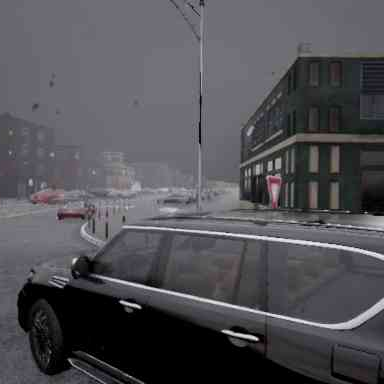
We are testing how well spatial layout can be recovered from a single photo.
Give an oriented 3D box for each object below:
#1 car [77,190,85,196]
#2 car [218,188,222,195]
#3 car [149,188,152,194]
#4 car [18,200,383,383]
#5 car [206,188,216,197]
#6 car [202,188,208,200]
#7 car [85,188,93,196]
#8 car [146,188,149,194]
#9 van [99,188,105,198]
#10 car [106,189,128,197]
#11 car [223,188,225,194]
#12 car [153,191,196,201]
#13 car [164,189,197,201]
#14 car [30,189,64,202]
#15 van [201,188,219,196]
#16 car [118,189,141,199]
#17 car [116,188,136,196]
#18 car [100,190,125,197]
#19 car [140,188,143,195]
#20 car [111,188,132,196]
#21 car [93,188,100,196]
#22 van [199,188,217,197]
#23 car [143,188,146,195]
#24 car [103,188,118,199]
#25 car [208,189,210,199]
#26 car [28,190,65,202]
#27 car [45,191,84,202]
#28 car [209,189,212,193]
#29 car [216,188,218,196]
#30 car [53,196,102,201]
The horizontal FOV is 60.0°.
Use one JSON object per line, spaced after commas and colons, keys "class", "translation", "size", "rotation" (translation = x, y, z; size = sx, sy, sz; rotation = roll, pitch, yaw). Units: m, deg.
{"class": "car", "translation": [-21.015, 0.665, 55.604], "size": [4.674, 1.452, 2.002], "rotation": [1, 1, 10]}
{"class": "car", "translation": [3.672, 0.127, 80.497], "size": [5.566, 2.045, 2.435], "rotation": [1, 1, 10]}
{"class": "car", "translation": [-14.598, -0.038, 93.665], "size": [4.892, 1.521, 2.231], "rotation": [1, 1, 10]}
{"class": "car", "translation": [0.189, 1.220, 3.746], "size": [5.566, 2.045, 2.150], "rotation": [0, 1, 40]}
{"class": "car", "translation": [1.353, 0.379, 66.797], "size": [5.566, 2.045, 2.435], "rotation": [1, 1, 10]}
{"class": "car", "translation": [-0.037, 0.663, 58.581], "size": [4.553, 1.767, 2.185], "rotation": [1, 1, 10]}
{"class": "car", "translation": [-20.527, 0.456, 58.315], "size": [4.553, 1.767, 2.185], "rotation": [1, 1, 10]}
{"class": "car", "translation": [-15.056, 0.006, 90.948], "size": [4.892, 1.521, 2.231], "rotation": [1, 1, 10]}
{"class": "van", "translation": [-18.151, 0.109, 71.896], "size": [4.442, 1.987, 1.878], "rotation": [1, 1, 10]}
{"class": "car", "translation": [-17.381, 0.108, 77.360], "size": [4.553, 1.767, 2.185], "rotation": [1, 1, 10]}
{"class": "car", "translation": [5.954, 0.153, 94.205], "size": [4.892, 1.521, 2.231], "rotation": [1, 1, 10]}
{"class": "car", "translation": [-2.398, 1.030, 45.009], "size": [4.792, 1.488, 2.163], "rotation": [1, 1, 10]}
{"class": "car", "translation": [-1.429, 0.804, 50.355], "size": [4.553, 1.767, 2.185], "rotation": [1, 1, 10]}
{"class": "car", "translation": [-18.582, 0.591, 43.263], "size": [2.150, 2.045, 5.566], "rotation": [1, 1, 10]}
{"class": "van", "translation": [4.687, 0.060, 85.961], "size": [4.442, 1.987, 1.878], "rotation": [1, 1, 10]}
{"class": "car", "translation": [-11.937, 0.592, 63.579], "size": [1.837, 1.490, 4.892], "rotation": [1, 1, 10]}
{"class": "car", "translation": [-16.404, 0.013, 82.787], "size": [4.553, 1.767, 2.185], "rotation": [1, 1, 10]}
{"class": "car", "translation": [-17.815, 0.283, 74.639], "size": [5.008, 1.535, 2.097], "rotation": [1, 1, 10]}
{"class": "car", "translation": [-15.972, 0.094, 85.511], "size": [4.892, 1.521, 2.231], "rotation": [1, 1, 10]}
{"class": "car", "translation": [-16.923, 0.060, 80.078], "size": [4.553, 1.767, 2.185], "rotation": [1, 1, 10]}
{"class": "car", "translation": [-20.106, 0.536, 61.047], "size": [4.892, 1.521, 2.231], "rotation": [1, 1, 10]}
{"class": "van", "translation": [3.993, 0.102, 83.262], "size": [4.442, 1.987, 1.878], "rotation": [1, 1, 10]}
{"class": "car", "translation": [-15.514, 0.049, 88.230], "size": [4.892, 1.521, 2.231], "rotation": [1, 1, 10]}
{"class": "car", "translation": [-14.867, 0.551, 64.233], "size": [1.837, 1.490, 4.892], "rotation": [1, 1, 10]}
{"class": "car", "translation": [0.410, 0.733, 61.453], "size": [5.008, 1.535, 2.097], "rotation": [1, 1, 10]}
{"class": "car", "translation": [-21.902, 0.583, 50.156], "size": [4.553, 1.767, 2.185], "rotation": [1, 1, 10]}
{"class": "car", "translation": [-15.881, 0.988, 41.676], "size": [1.994, 1.385, 4.181], "rotation": [1, 1, 13]}
{"class": "car", "translation": [0.865, 0.684, 64.068], "size": [4.892, 1.521, 2.231], "rotation": [1, 1, 10]}
{"class": "car", "translation": [2.245, 0.273, 72.411], "size": [5.566, 2.045, 2.435], "rotation": [1, 1, 10]}
{"class": "car", "translation": [-8.507, 1.295, 25.119], "size": [1.994, 1.385, 4.181], "rotation": [1, 1, -1]}
